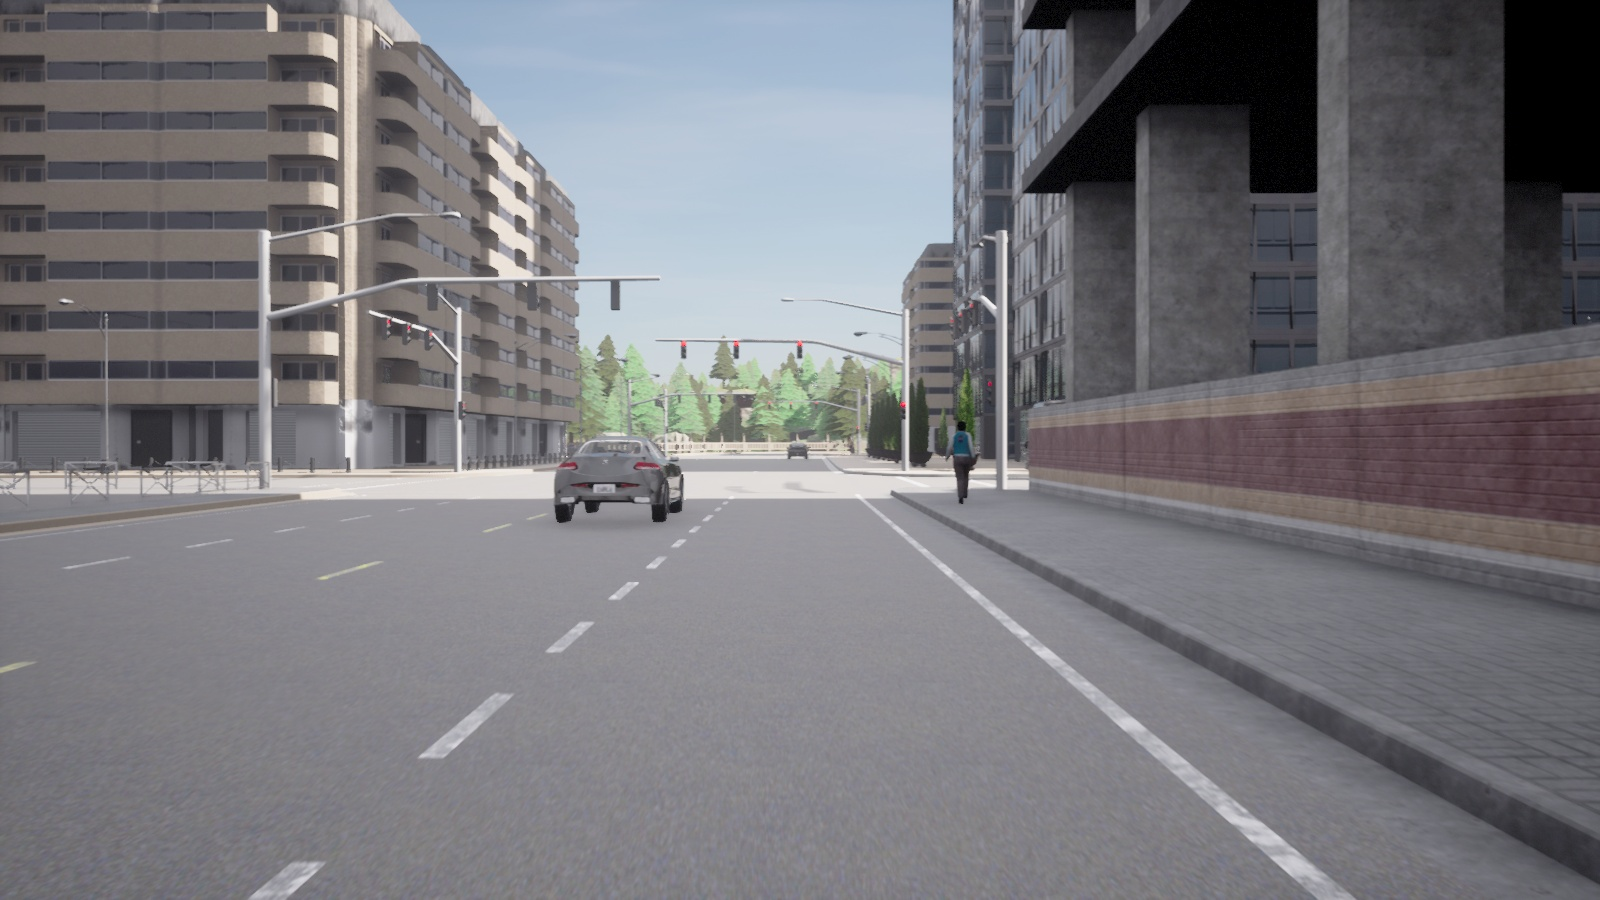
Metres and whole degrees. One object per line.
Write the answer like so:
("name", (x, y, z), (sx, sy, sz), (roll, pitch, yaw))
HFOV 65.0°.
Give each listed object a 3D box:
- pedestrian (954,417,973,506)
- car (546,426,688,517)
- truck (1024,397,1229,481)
("pedestrian", (3.599, 0.245, 27.607), (0.396, 1.930, 0.692), (0, 0, 10))
("car", (-3.569, 0.379, 25.414), (2.152, 1.651, 5.027), (0, 0, 0))
("truck", (13.767, -0.471, 53.375), (7.936, 3.462, 2.891), (0, 0, 0))
